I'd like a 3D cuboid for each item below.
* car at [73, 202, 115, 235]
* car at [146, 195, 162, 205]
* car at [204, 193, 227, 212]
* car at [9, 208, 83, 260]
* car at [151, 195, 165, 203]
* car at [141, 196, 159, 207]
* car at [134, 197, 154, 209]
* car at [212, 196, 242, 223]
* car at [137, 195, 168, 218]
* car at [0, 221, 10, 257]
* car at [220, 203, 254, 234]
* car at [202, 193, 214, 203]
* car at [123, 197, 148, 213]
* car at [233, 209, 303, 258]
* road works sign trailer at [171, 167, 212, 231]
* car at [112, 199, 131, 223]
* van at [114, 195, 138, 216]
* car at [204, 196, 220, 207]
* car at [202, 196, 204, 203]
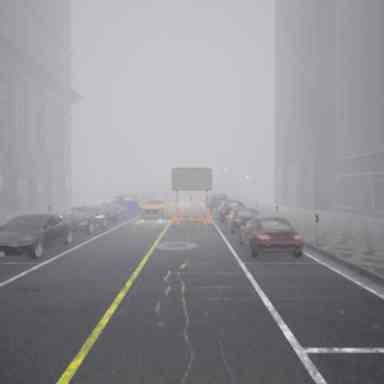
[{"bbox_3d":[-5.775,1.426,17.770,2.008,1.369,4.403,0,0,0],"label":"car"},{"bbox_3d":[-5.793,1.226,51.589,1.947,1.339,4.313,0,0,0],"label":"car"},{"bbox_3d":[2.740,1.079,34.686,2.192,1.841,5.009,0,0,0],"label":"car"},{"bbox_3d":[-5.772,1.480,12.134,1.947,1.339,4.313,0,0,0],"label":"car"},{"bbox_3d":[-5.796,1.177,57.226,2.008,1.369,4.403,0,0,0],"label":"car"},{"bbox_3d":[-5.790,1.260,45.953,1.947,1.339,4.313,0,0,0],"label":"car"},{"bbox_3d":[-5.787,1.310,40.317,1.802,1.307,4.206,0,0,0],"label":"car"},{"bbox_3d":[2.747,1.277,23.416,1.967,1.590,4.097,0,0,0],"label":"car"},{"bbox_3d":[-3.113,1.283,28.209,1.882,1.535,5.008,0,0,0],"label":"car"},{"bbox_3d":[-5.769,1.519,6.498,1.947,1.339,4.313,0,0,0],"label":"car"},{"bbox_3d":[2.750,1.457,17.781,1.802,1.307,4.206,0,0,0],"label":"car"},{"bbox_3d":[2.729,1.066,57.231,1.967,1.590,4.097,0,0,0],"label":"car"},{"bbox_3d":[-5.784,1.290,34.510,1.752,1.417,4.829,0,0,0],"label":"car"},{"bbox_3d":[2.753,1.496,12.144,1.802,1.307,4.206,0,0,0],"label":"car"},{"bbox_3d":[-0.010,0.327,19.661,2.380,3.560,2.880,0,0,0],"label":"road works sign trailer"},{"bbox_3d":[-5.778,1.419,23.408,1.802,1.307,4.206,0,0,0],"label":"car"},{"bbox_3d":[-5.782,1.141,29.042,1.690,1.788,3.998,0,0,0],"label":"van"},{"bbox_3d":[2.735,1.259,45.960,1.947,1.339,4.313,0,0,0],"label":"car"},{"bbox_3d":[2.737,1.043,40.322,2.192,1.841,5.009,0,0,0],"label":"car"}]
